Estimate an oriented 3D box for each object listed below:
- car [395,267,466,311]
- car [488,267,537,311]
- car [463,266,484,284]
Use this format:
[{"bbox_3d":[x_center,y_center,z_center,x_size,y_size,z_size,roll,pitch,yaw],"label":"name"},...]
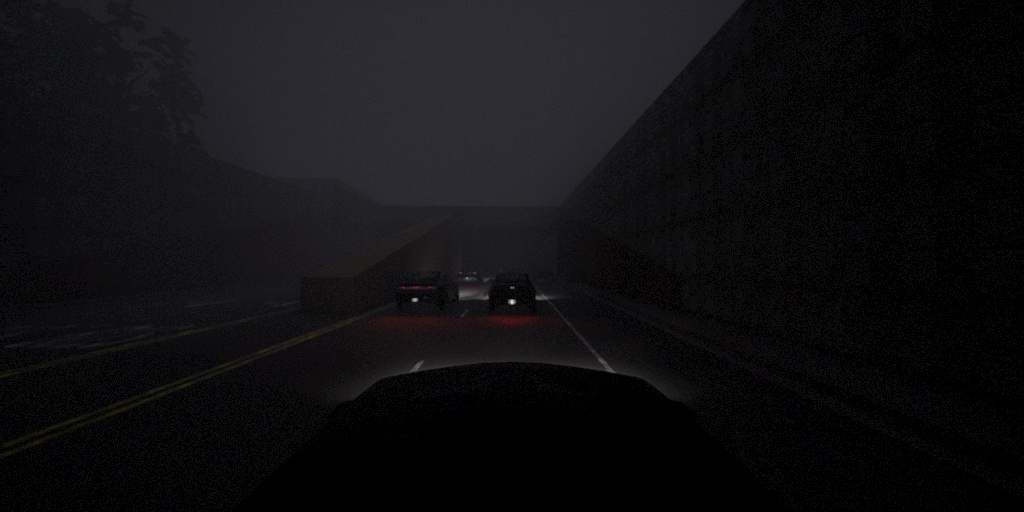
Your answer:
[{"bbox_3d":[-3.473,1.391,15.338,2.128,1.511,4.902,0,0,1],"label":"car"},{"bbox_3d":[0.027,1.405,15.345,1.837,1.490,4.892,0,0,1],"label":"car"},{"bbox_3d":[-3.471,1.554,30.340,2.128,1.511,4.902,0,0,1],"label":"car"}]
